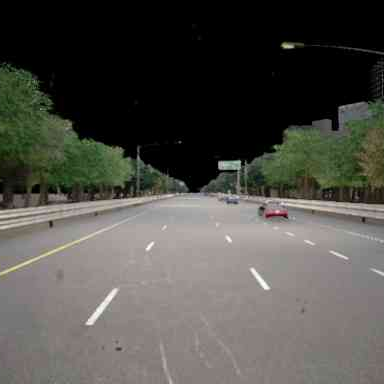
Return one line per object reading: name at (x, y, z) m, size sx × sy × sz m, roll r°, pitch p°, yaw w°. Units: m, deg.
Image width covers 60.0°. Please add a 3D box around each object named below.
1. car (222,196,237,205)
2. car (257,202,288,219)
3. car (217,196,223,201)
car at (7.174, 1.581, 61.144) m, size 1.812 × 1.442 × 4.674 m, roll 0°, pitch 0°, yaw 0°
car at (7.032, 1.590, 29.360) m, size 1.994 × 1.385 × 4.181 m, roll 0°, pitch 0°, yaw 0°
car at (7.329, 1.657, 82.293) m, size 1.895 × 1.301 × 4.718 m, roll 0°, pitch 0°, yaw 0°
